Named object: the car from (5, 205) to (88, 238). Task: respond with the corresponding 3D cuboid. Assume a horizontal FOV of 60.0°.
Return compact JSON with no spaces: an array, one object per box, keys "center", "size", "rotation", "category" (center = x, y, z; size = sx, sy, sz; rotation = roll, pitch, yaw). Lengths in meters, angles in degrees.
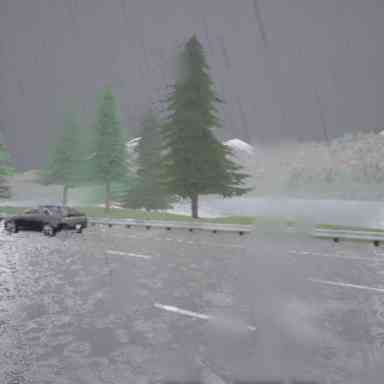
[{"center":[-7.582,1.451,17.192],"size":[4.902,1.511,2.128],"rotation":[0,0,29],"category":"car"}]
